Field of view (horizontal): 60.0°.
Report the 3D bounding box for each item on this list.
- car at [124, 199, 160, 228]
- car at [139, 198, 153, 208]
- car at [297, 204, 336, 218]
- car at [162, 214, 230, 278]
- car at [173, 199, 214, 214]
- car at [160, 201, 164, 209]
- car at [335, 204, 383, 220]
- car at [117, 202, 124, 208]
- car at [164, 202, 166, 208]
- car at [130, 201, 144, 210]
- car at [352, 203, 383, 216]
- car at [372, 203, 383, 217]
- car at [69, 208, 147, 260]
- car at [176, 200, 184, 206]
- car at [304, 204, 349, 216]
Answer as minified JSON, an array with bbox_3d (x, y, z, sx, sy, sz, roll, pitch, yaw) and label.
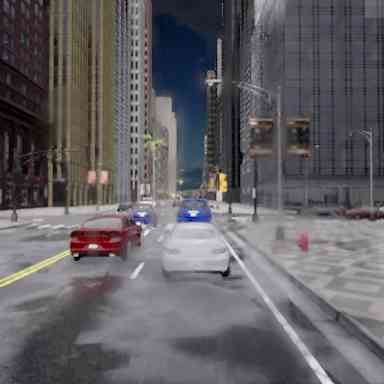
[{"bbox_3d":[-3.742,1.644,24.911,2.097,1.767,4.553,0,-1,-9],"label":"car"},{"bbox_3d":[-9.757,2.255,70.401,2.150,2.045,5.566,0,-1,0],"label":"car"},{"bbox_3d":[13.195,1.955,34.914,4.181,1.385,1.994,0,-1,-1],"label":"car"},{"bbox_3d":[0.096,1.637,10.394,1.812,1.442,4.674,0,-1,0],"label":"car"},{"bbox_3d":[0.271,1.487,22.435,2.150,2.045,5.566,0,-1,4],"label":"car"},{"bbox_3d":[-6.575,2.353,59.673,1.837,1.490,4.892,0,-1,0],"label":"car"},{"bbox_3d":[15.312,1.845,29.176,4.206,1.307,1.802,0,-1,-1],"label":"car"},{"bbox_3d":[-9.852,2.237,49.917,2.033,1.411,5.357,0,-1,0],"label":"car"},{"bbox_3d":[-6.506,2.541,69.629,1.812,1.442,4.674,0,-1,0],"label":"car"},{"bbox_3d":[-9.824,2.376,59.826,1.812,1.442,4.674,0,-1,1],"label":"car"},{"bbox_3d":[20.821,1.990,37.787,4.313,1.339,1.947,0,-1,-1],"label":"car"},{"bbox_3d":[21.748,1.889,35.046,4.674,1.442,1.812,0,-1,-1],"label":"car"},{"bbox_3d":[-3.150,1.621,13.081,1.882,1.535,5.008,0,-1,0],"label":"car"},{"bbox_3d":[-3.258,2.918,89.534,1.994,1.385,4.181,0,-1,0],"label":"car"},{"bbox_3d":[15.181,2.008,37.699,4.313,1.339,1.947,0,-1,-1],"label":"car"}]
